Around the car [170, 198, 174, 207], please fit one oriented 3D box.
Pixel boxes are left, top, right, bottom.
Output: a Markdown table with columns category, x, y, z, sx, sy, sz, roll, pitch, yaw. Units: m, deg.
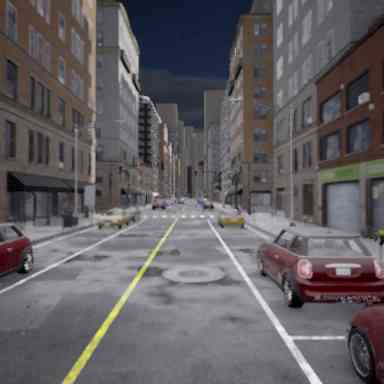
| category | x | y | z | sx | sy | sz | roll | pitch | yaw |
| --- | --- | --- | --- | --- | --- | --- | --- | --- | --- |
| car | -5.676 | 2.479 | 73.582 | 1.967 | 1.590 | 4.097 | 0 | -1 | 0 |

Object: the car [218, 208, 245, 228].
| category | x | y | z | sx | sy | sz | roll | pitch | yaw |
| --- | --- | --- | --- | --- | --- | --- | --- | --- | --- |
| car | 2.854 | 1.871 | 24.952 | 1.752 | 1.417 | 4.829 | 0 | -1 | 0 |

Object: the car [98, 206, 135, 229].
| category | x | y | z | sx | sy | sz | roll | pitch | yaw |
| --- | --- | --- | --- | --- | --- | --- | --- | --- | --- |
| car | -5.672 | 1.867 | 24.613 | 1.752 | 1.417 | 4.829 | 0 | -1 | 0 |

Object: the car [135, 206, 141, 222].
| category | x | y | z | sx | sy | sz | roll | pitch | yaw |
| --- | --- | --- | --- | --- | --- | --- | --- | --- | --- |
| car | -5.672 | 1.972 | 30.307 | 2.008 | 1.369 | 4.403 | 0 | -1 | 0 |

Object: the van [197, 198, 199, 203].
| category | x | y | z | sx | sy | sz | roll | pitch | yaw |
| --- | --- | --- | --- | --- | --- | --- | --- | --- | --- |
| van | 2.849 | 2.537 | 84.586 | 1.690 | 1.788 | 3.998 | 0 | -1 | 0 |

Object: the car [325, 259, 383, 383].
| category | x | y | z | sx | sy | sz | roll | pitch | yaw |
| --- | --- | --- | --- | --- | --- | --- | --- | --- | --- |
| car | 2.856 | 1.620 | 2.681 | 1.802 | 1.307 | 4.206 | 0 | -1 | 0 |

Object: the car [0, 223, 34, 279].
| category | x | y | z | sx | sy | sz | roll | pitch | yaw |
| --- | --- | --- | --- | --- | --- | --- | --- | --- | --- |
| car | -5.671 | 1.555 | 8.208 | 1.967 | 1.590 | 4.097 | 0 | -1 | 0 |

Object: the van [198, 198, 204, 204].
| category | x | y | z | sx | sy | sz | roll | pitch | yaw |
| --- | --- | --- | --- | --- | --- | --- | --- | --- | --- |
| van | 2.849 | 2.380 | 73.584 | 1.690 | 1.788 | 3.998 | 0 | -1 | 0 |

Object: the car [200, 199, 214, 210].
| category | x | y | z | sx | sy | sz | roll | pitch | yaw |
| --- | --- | --- | --- | --- | --- | --- | --- | --- | --- |
| car | 2.851 | 2.346 | 57.078 | 1.887 | 1.381 | 4.507 | 0 | -1 | 0 |

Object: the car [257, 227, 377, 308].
| category | x | y | z | sx | sy | sz | roll | pitch | yaw |
| --- | --- | --- | --- | --- | --- | --- | --- | --- | --- |
| car | 2.855 | 1.554 | 8.208 | 1.967 | 1.590 | 4.097 | 0 | -1 | 0 |

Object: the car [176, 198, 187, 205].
| category | x | y | z | sx | sy | sz | roll | pitch | yaw |
| --- | --- | --- | --- | --- | --- | --- | --- | --- | --- |
| car | -3.008 | 2.833 | 91.323 | 2.033 | 1.411 | 5.357 | 0 | -1 | 0 |

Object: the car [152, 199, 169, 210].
| category | x | y | z | sx | sy | sz | roll | pitch | yaw |
| --- | --- | --- | --- | --- | --- | --- | --- | --- | --- |
| car | -5.675 | 2.117 | 57.082 | 2.192 | 1.841 | 5.009 | 0 | -1 | 0 |

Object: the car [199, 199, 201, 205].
| category | x | y | z | sx | sy | sz | roll | pitch | yaw |
| --- | --- | --- | --- | --- | --- | --- | --- | --- | --- |
| car | 2.851 | 2.446 | 62.579 | 1.947 | 1.339 | 4.313 | 0 | -1 | 0 |

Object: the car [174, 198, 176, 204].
| category | x | y | z | sx | sy | sz | roll | pitch | yaw |
| --- | --- | --- | --- | --- | --- | --- | --- | --- | --- |
| car | -5.676 | 2.637 | 84.584 | 1.967 | 1.590 | 4.097 | 0 | -1 | 0 |
